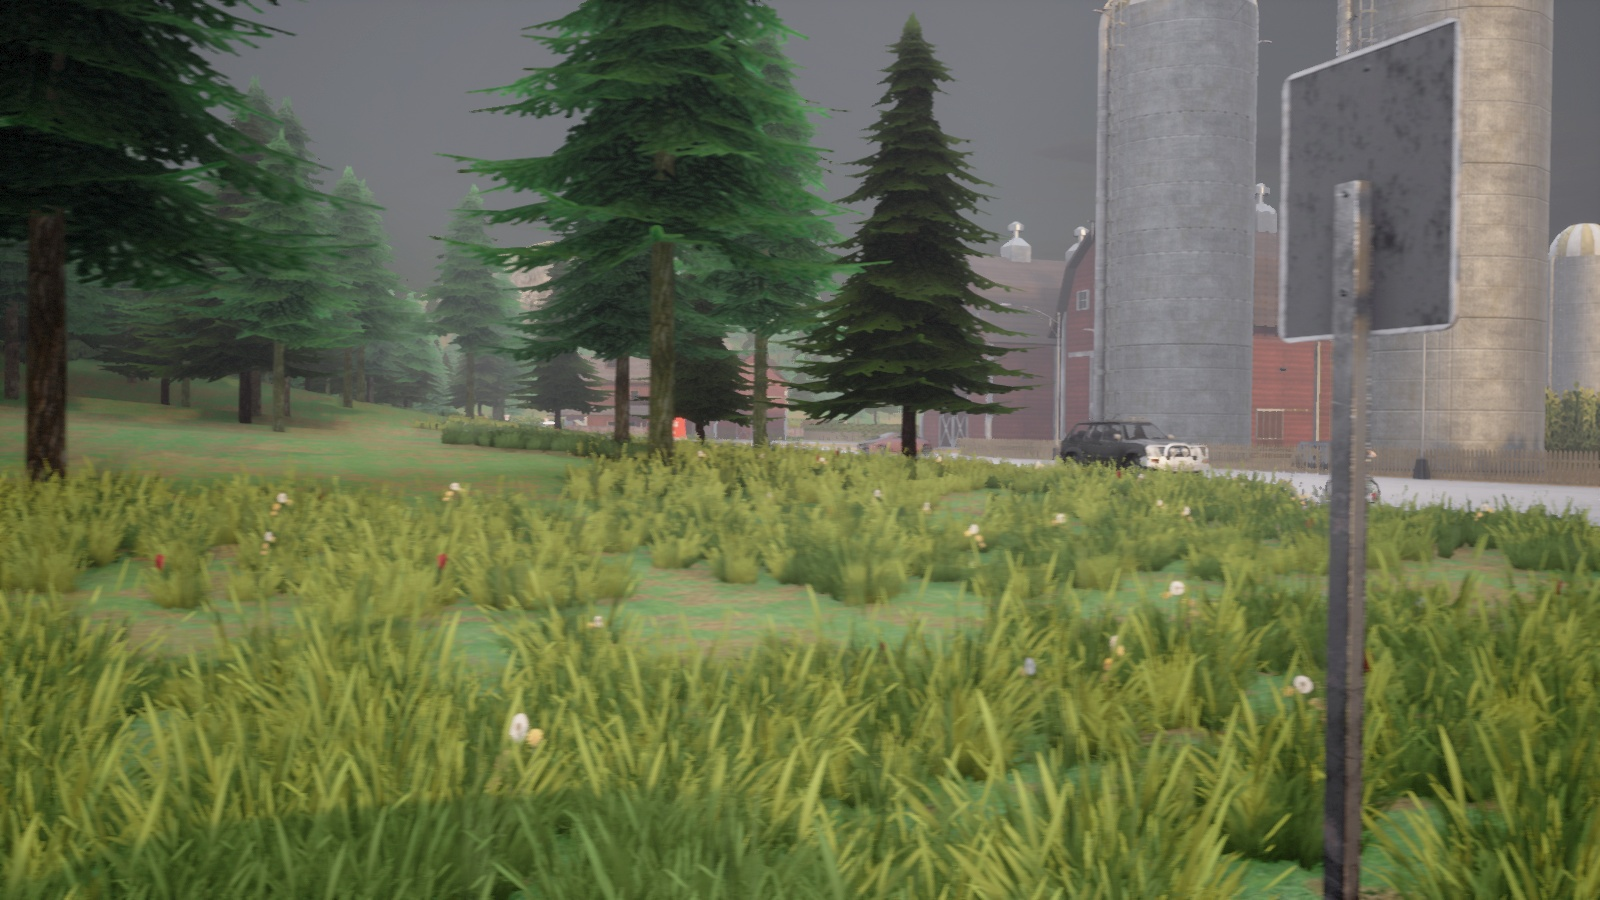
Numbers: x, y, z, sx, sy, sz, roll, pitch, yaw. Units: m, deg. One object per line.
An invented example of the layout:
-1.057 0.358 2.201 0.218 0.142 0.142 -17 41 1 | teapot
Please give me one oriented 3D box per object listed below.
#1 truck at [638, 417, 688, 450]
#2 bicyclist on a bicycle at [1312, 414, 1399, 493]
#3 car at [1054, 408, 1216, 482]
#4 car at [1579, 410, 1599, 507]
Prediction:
-10.579 -1.272 96.637 2.627 2.467 5.204 -1 1 -20 | truck
11.663 0.052 26.416 0.866 1.612 1.509 -1 2 -20 | bicyclist on a bicycle
8.915 -0.159 33.848 1.932 1.855 4.605 -1 1 -20 | car
14.600 0.151 18.475 1.801 1.575 5.366 -1 1 -20 | car
